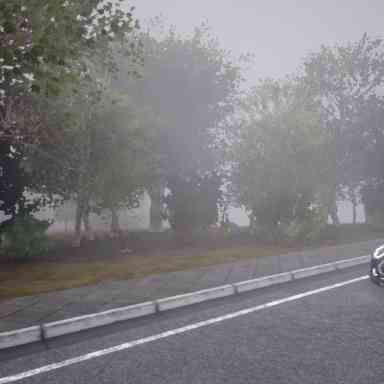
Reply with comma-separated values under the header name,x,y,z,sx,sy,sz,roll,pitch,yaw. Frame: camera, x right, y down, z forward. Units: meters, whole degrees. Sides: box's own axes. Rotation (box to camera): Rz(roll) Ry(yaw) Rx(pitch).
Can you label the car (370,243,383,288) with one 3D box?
name,x,y,z,sx,sy,sz,roll,pitch,yaw
car,6.288,1.367,8.024,4.553,1.767,2.097,0,0,-35
